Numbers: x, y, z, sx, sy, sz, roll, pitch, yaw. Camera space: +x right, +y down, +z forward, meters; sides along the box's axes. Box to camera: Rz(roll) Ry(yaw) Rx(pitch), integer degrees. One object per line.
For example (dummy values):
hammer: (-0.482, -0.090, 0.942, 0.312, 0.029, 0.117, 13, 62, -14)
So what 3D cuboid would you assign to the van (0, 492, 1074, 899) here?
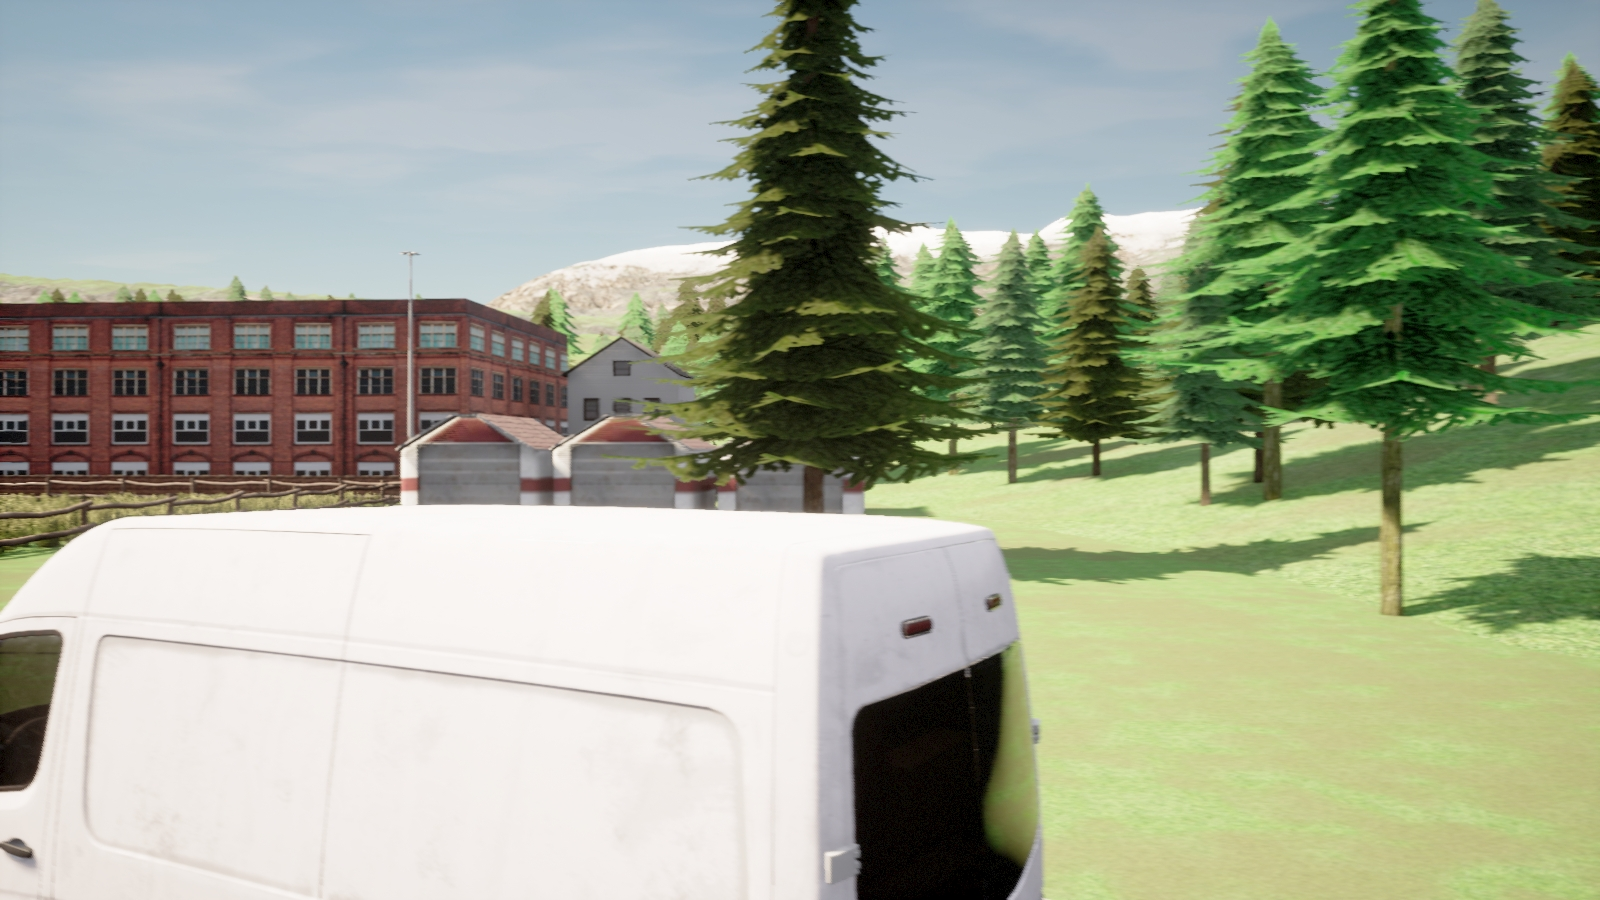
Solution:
van: (-1.998, 1.535, 5.039, 5.915, 2.561, 1.988, 0, -1, 29)
